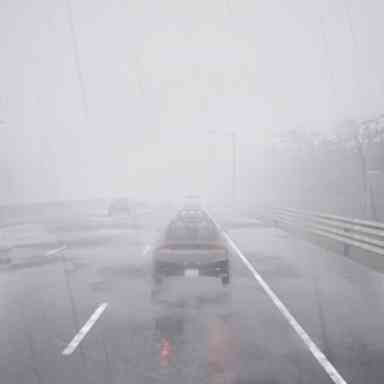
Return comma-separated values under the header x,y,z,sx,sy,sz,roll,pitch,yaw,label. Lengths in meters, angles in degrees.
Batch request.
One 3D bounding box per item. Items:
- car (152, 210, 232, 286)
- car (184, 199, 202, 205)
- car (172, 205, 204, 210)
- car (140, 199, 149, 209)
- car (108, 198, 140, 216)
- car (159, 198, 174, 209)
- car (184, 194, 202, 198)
x,y,z,sx,sy,sz,roll,pitch,yaw,label
-0.002,1.498,9.445,2.128,1.511,4.902,0,0,0,car
-0.002,1.567,26.871,2.033,1.411,5.357,0,0,0,car
-0.001,1.614,18.698,1.895,1.301,4.718,0,0,0,car
-6.907,1.630,44.616,1.895,1.301,4.718,0,0,0,car
-6.905,1.376,33.338,2.097,1.767,4.553,0,0,0,car
-3.408,1.576,44.808,2.033,1.411,5.357,0,0,0,car
0.096,1.253,43.614,2.150,2.045,5.566,0,0,0,car
